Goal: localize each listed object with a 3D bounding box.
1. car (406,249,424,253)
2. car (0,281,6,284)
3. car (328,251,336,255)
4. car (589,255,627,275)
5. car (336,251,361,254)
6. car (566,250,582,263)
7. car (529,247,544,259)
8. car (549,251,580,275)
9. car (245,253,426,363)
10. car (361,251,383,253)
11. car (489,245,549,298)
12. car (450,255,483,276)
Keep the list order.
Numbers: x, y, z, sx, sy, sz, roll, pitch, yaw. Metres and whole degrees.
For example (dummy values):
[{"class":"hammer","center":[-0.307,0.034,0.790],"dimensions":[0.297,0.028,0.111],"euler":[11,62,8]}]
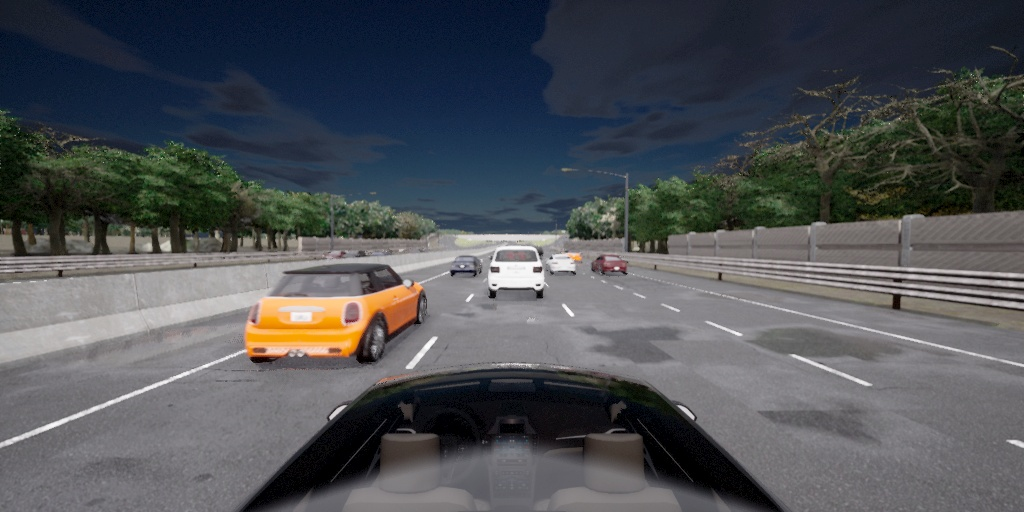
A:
[{"class":"car","center":[-13.633,-0.175,50.324],"dimensions":[2.097,1.767,4.553],"euler":[0,2,1]},{"class":"car","center":[-14.072,1.103,7.359],"dimensions":[1.837,1.490,4.892],"euler":[0,1,0]},{"class":"car","center":[-24.145,0.016,49.565],"dimensions":[1.812,1.442,4.674],"euler":[0,2,1]},{"class":"car","center":[7.276,0.619,27.085],"dimensions":[1.812,1.442,4.674],"euler":[0,2,1]},{"class":"car","center":[-20.681,0.060,47.102],"dimensions":[1.837,1.490,4.892],"euler":[0,2,1]},{"class":"car","center":[7.479,-0.036,45.385],"dimensions":[2.097,1.767,4.553],"euler":[0,2,1]},{"class":"car","center":[4.092,-0.560,60.117],"dimensions":[2.150,2.045,5.566],"euler":[0,2,1]},{"class":"car","center":[3.674,0.613,27.302],"dimensions":[1.812,1.442,4.674],"euler":[0,1,1]},{"class":"car","center":[-3.369,0.940,7.879],"dimensions":[2.097,1.767,4.553],"euler":[0,1,0]},{"class":"car","center":[-17.195,0.117,46.648],"dimensions":[2.033,1.411,5.357],"euler":[0,2,1]},{"class":"car","center":[0.179,0.607,15.769],"dimensions":[2.150,2.045,5.566],"euler":[0,1,0]},{"class":"car","center":[-3.239,0.666,26.037],"dimensions":[2.033,1.411,5.357],"euler":[0,2,1]}]
